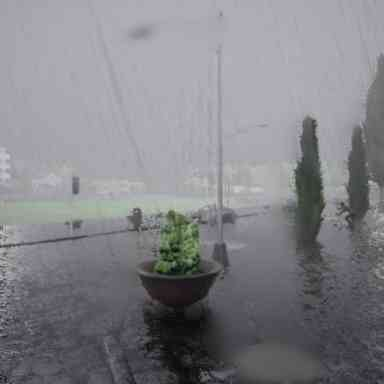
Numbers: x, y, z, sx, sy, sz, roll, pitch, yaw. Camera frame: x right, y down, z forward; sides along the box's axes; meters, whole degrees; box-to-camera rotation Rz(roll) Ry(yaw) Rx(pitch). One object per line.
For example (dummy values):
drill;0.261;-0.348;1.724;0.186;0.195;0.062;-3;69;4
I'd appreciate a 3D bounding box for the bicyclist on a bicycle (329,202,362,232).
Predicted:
bicyclist on a bicycle;8.371;1.379;18.169;1.656;1.620;0.582;0;0;35

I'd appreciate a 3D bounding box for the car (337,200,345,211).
car;19.094;1.631;40.646;1.994;1.385;4.181;0;0;36

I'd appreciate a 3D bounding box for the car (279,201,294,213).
car;11.294;1.660;36.793;1.895;1.301;4.718;0;0;36

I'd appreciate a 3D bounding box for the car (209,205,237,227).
car;1.445;1.599;22.920;1.994;1.385;4.181;0;0;35

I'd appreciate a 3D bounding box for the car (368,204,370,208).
car;24.670;1.607;48.599;1.812;1.442;4.674;0;0;35
